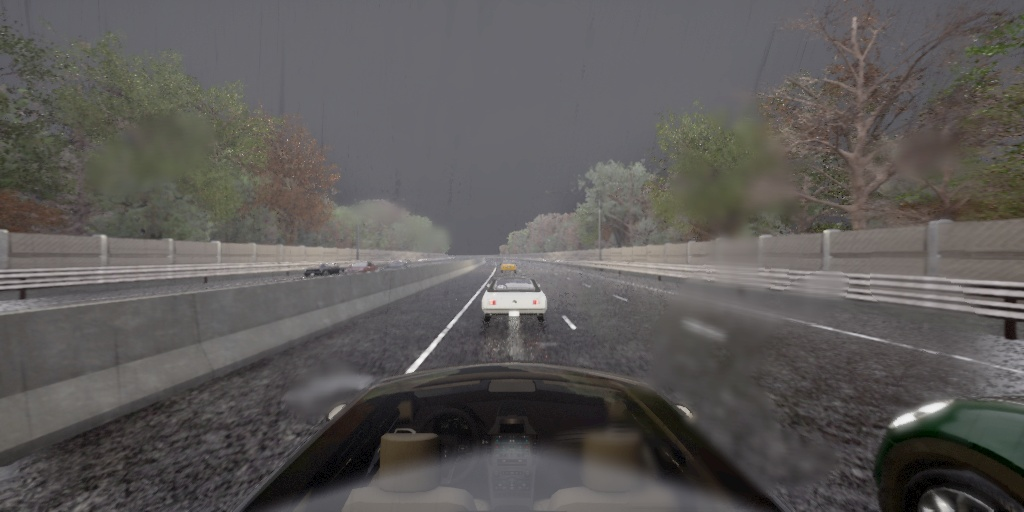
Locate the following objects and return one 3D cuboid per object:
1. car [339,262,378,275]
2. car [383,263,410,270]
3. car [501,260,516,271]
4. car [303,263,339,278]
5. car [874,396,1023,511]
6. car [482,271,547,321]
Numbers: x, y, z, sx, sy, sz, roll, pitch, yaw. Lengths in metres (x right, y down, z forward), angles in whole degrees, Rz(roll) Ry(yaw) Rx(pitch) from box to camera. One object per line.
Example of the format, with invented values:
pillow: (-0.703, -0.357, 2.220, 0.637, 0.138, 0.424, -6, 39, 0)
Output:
car: (-14.335, 1.287, 34.399, 1.812, 1.442, 4.674, 0, 0, -1)
car: (-10.834, 1.326, 34.193, 1.994, 1.385, 4.181, 0, 0, -1)
car: (-0.453, 1.223, 44.646, 1.801, 1.575, 5.366, 0, 0, -1)
car: (-17.832, 1.362, 34.225, 1.895, 1.301, 4.718, 0, 0, -1)
car: (3.589, 1.101, 0.596, 2.097, 1.767, 4.553, 0, 0, 0)
car: (0.054, 1.355, 12.419, 1.895, 1.301, 4.718, 0, 0, 0)
